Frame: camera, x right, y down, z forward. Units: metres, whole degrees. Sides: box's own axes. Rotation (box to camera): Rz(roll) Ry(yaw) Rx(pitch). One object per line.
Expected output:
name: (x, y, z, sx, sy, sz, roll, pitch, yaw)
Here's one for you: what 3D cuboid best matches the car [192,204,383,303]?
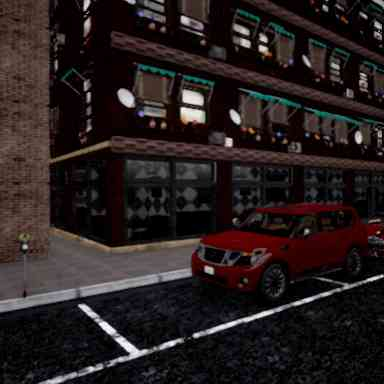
car: (2.403, 1.264, 8.274, 5.009, 1.841, 2.192, -1, 1, -36)
